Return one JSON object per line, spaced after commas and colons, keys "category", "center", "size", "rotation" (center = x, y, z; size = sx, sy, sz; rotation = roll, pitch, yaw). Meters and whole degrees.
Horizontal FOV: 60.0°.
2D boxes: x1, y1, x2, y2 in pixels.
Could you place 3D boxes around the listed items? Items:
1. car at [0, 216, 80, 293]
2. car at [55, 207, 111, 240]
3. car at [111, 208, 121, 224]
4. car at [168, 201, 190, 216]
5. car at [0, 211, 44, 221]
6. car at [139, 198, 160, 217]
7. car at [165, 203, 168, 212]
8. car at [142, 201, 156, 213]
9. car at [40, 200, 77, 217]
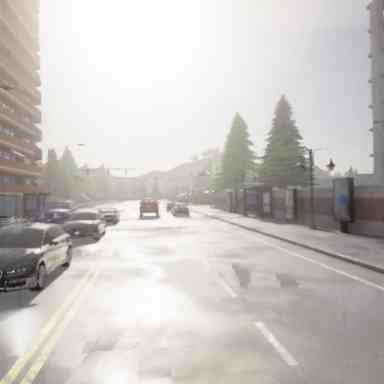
{"category": "car", "center": [-4.746, 1.694, 9.453], "size": [1.837, 1.490, 4.892], "rotation": [-1, -1, -8]}
{"category": "car", "center": [-5.989, 1.813, 18.810], "size": [1.837, 1.490, 4.892], "rotation": [-1, -1, -7]}
{"category": "car", "center": [-7.279, 2.034, 28.647], "size": [1.895, 1.301, 4.718], "rotation": [-1, -1, -7]}
{"category": "car", "center": [-1.343, 1.960, 38.084], "size": [2.033, 1.411, 5.357], "rotation": [-1, -1, -7]}
{"category": "car", "center": [-9.141, 1.889, 15.959], "size": [2.033, 1.411, 5.357], "rotation": [-1, -1, -8]}
{"category": "car", "center": [-4.791, 1.695, 37.420], "size": [2.150, 2.045, 5.566], "rotation": [-1, -1, -7]}
{"category": "car", "center": [-2.813, 2.027, 48.797], "size": [1.882, 1.535, 5.008], "rotation": [-1, 0, -7]}
{"category": "car", "center": [-6.283, 2.090, 48.344], "size": [1.882, 1.535, 5.008], "rotation": [-1, 0, -7]}
{"category": "car", "center": [-10.522, 1.695, 26.380], "size": [2.150, 2.045, 5.566], "rotation": [-1, -1, -7]}
